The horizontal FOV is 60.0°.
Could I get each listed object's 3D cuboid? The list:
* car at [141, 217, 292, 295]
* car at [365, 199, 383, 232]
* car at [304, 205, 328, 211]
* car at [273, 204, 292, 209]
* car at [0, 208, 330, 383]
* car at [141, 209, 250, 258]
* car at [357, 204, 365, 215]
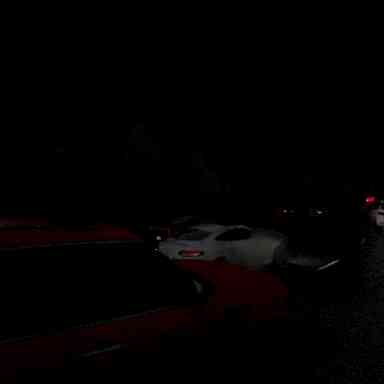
[{"bbox_3d":[0.963,1.618,9.765,1.812,1.442,4.674,0,0,45],"label":"car"},{"bbox_3d":[13.144,1.516,22.077,2.150,2.045,5.566,1,0,23],"label":"car"},{"bbox_3d":[12.576,1.957,33.815,1.994,1.385,4.181,0,0,10],"label":"car"},{"bbox_3d":[9.216,1.916,33.999,2.033,1.411,5.357,0,0,9],"label":"car"},{"bbox_3d":[-1.308,1.236,2.918,5.566,2.045,2.150,1,0,-38],"label":"car"},{"bbox_3d":[0.365,1.605,14.297,1.882,1.535,5.008,0,0,41],"label":"car"},{"bbox_3d":[20.296,1.835,37.376,2.097,1.767,4.553,0,-1,7],"label":"car"}]
